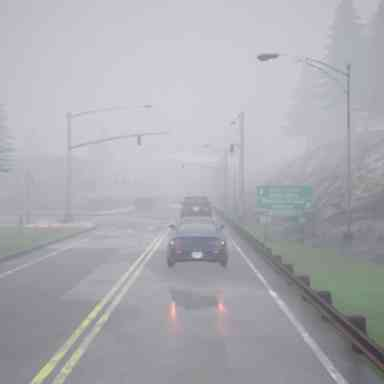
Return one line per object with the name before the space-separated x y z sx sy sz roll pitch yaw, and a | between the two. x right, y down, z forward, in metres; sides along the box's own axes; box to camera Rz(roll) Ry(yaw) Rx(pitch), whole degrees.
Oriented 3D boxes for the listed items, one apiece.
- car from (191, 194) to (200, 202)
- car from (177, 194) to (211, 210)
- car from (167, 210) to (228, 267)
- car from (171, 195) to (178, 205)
car | 0.767 1.384 75.385 2.097 1.767 4.553 0 0 1
car | 0.242 1.291 24.606 2.150 2.045 5.566 0 0 -1
car | 0.180 1.559 11.426 1.812 1.442 4.674 0 0 1
car | -2.890 1.737 62.783 1.994 1.385 4.181 0 0 1
